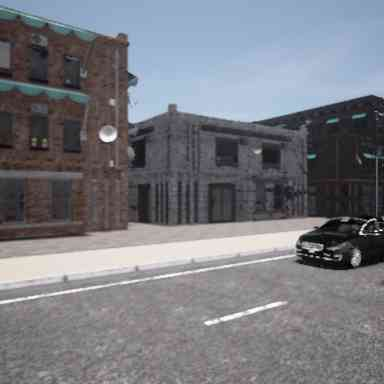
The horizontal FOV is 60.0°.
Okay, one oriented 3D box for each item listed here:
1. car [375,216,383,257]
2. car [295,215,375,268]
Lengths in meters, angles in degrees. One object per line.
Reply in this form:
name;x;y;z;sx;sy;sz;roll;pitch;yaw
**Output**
car;7.508;1.315;9.032;5.566;2.045;2.150;1;0;-35
car;5.679;1.598;11.719;4.892;1.490;1.837;1;0;-35
